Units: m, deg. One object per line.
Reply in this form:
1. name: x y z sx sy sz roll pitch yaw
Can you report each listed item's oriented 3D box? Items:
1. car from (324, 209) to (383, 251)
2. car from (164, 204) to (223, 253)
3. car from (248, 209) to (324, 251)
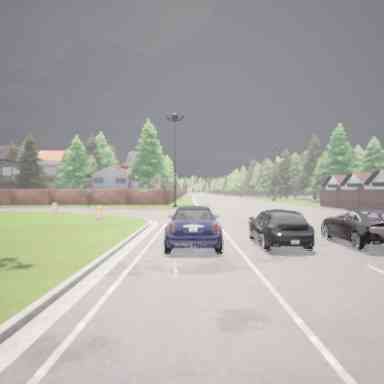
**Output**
1. car: 7.116 1.469 14.018 2.128 1.511 4.902 0 0 0
2. car: 0.059 1.328 13.654 2.097 1.767 4.553 0 0 0
3. car: 3.616 1.483 14.071 1.837 1.490 4.892 0 1 0
